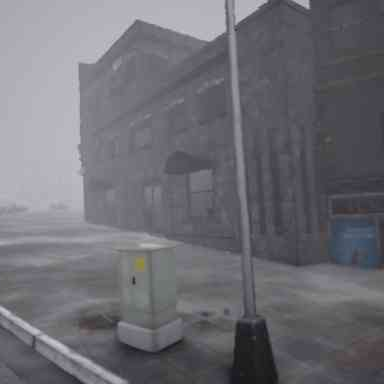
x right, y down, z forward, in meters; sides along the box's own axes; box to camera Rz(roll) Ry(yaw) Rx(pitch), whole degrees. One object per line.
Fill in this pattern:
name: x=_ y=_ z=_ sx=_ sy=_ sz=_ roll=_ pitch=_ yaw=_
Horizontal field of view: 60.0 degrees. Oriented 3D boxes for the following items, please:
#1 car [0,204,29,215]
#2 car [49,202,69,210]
car: x=-23.590 y=2.284 z=43.967 sx=1.895 sy=1.301 sz=4.718 roll=-3 pitch=-1 yaw=1
car: x=-23.122 y=2.457 z=57.695 sx=1.812 sy=1.442 sz=4.674 roll=-4 pitch=-1 yaw=4
